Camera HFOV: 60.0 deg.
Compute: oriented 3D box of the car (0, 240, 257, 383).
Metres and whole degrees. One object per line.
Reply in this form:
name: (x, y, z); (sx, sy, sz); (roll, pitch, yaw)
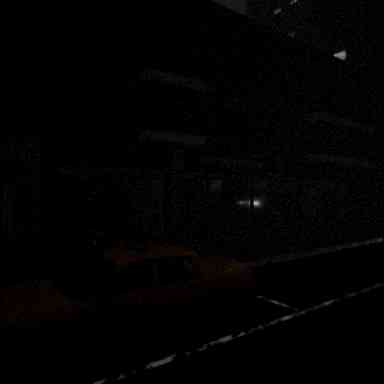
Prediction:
car: (-1.076, 1.504, 5.305); (4.829, 1.417, 1.752); (-1, 2, -35)
